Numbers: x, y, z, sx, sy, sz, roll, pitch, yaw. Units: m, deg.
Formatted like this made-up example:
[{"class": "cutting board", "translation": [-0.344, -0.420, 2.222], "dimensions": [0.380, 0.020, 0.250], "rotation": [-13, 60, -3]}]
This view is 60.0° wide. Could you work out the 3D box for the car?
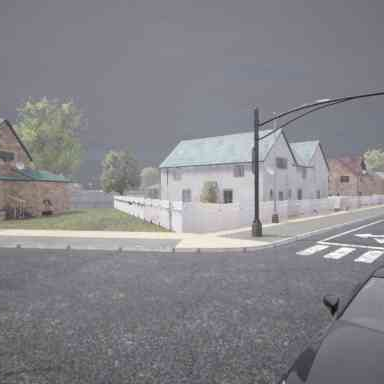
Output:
[{"class": "car", "translation": [2.548, 1.524, 3.442], "dimensions": [1.812, 1.442, 4.674], "rotation": [0, 0, 42]}]
